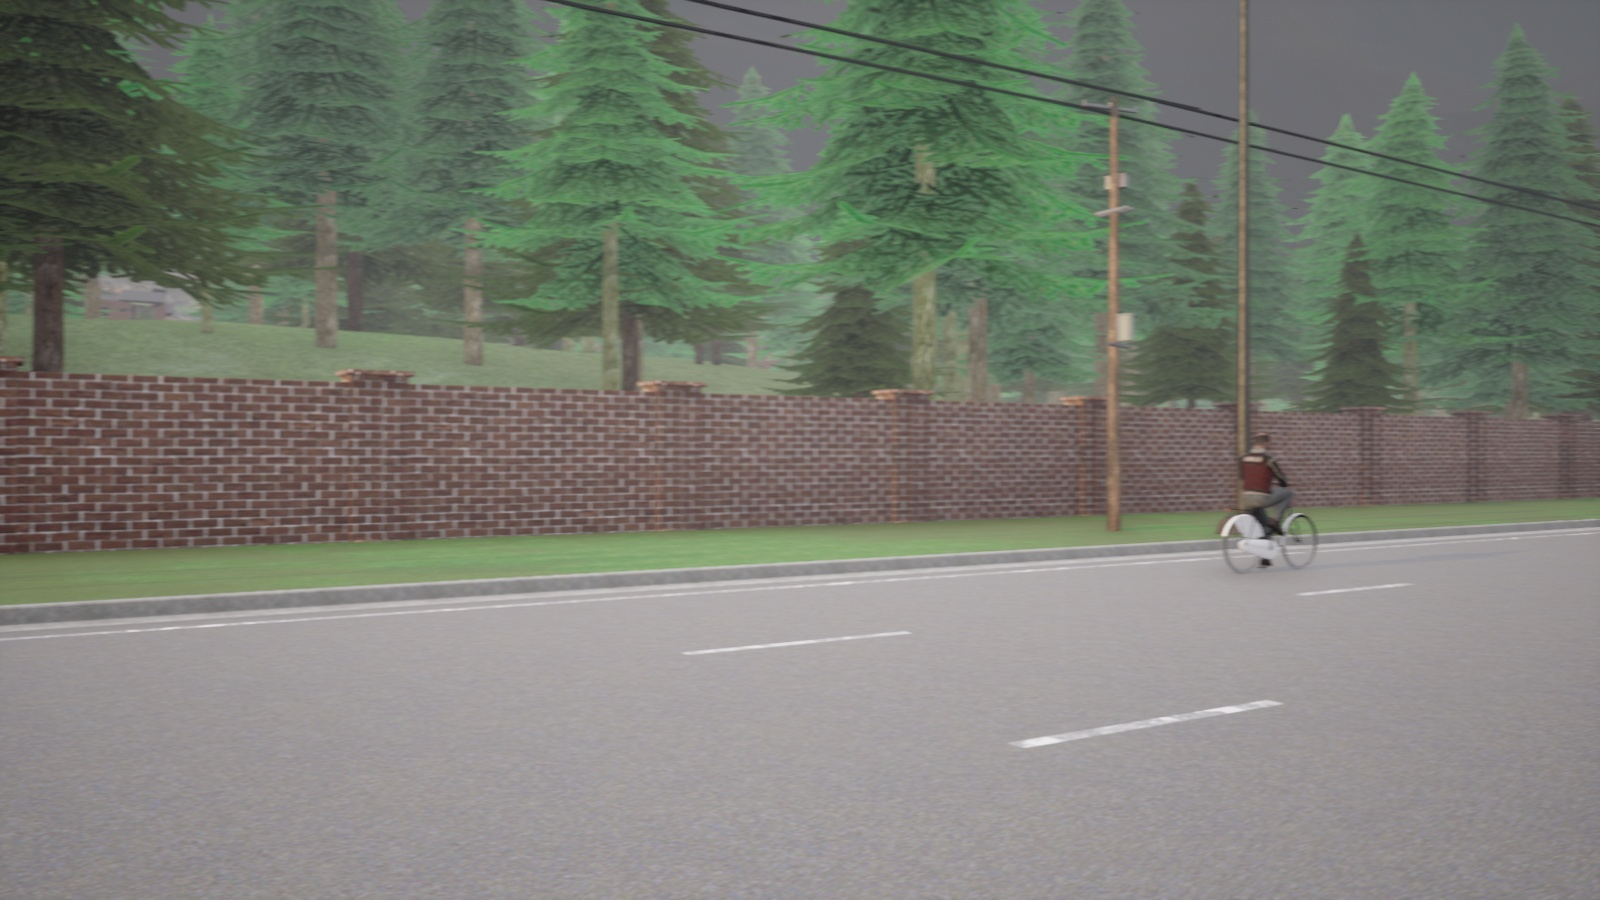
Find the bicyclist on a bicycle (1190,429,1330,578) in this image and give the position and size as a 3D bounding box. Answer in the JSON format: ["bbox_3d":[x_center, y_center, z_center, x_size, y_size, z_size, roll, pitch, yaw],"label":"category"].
[{"bbox_3d":[5.781,0.637,15.746,1.843,1.776,0.659,0,0,-33],"label":"bicyclist on a bicycle"}]
